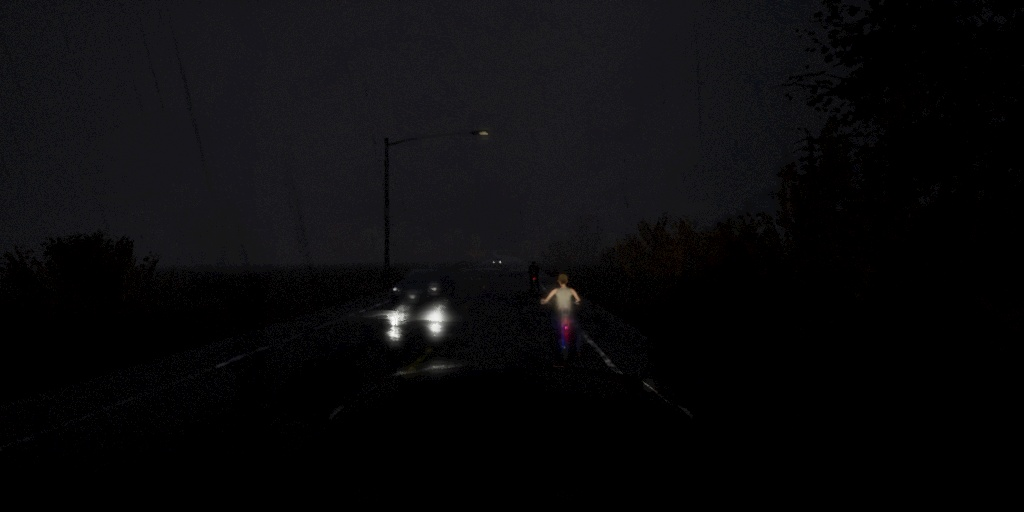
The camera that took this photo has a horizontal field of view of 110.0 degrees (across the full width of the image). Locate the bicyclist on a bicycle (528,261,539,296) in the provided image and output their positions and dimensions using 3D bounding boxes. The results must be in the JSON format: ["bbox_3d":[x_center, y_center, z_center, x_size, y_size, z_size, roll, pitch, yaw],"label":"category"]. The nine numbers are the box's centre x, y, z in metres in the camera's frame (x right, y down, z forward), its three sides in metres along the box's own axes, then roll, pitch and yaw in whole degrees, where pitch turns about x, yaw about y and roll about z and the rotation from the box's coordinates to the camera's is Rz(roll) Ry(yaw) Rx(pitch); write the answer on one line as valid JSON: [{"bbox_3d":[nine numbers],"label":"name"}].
[{"bbox_3d":[1.045,1.072,17.178,0.582,1.620,1.656,0,0,0],"label":"bicyclist on a bicycle"}]

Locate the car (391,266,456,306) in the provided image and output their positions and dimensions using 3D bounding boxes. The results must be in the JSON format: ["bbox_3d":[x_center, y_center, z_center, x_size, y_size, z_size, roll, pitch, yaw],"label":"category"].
[{"bbox_3d":[-3.529,1.162,15.060,1.812,1.442,4.674,0,0,0],"label":"car"}]

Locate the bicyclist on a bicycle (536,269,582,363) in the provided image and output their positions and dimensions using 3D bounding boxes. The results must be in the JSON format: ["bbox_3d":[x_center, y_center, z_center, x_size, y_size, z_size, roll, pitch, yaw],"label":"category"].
[{"bbox_3d":[0.994,1.141,7.061,0.866,1.612,1.509,0,1,1],"label":"bicyclist on a bicycle"}]
